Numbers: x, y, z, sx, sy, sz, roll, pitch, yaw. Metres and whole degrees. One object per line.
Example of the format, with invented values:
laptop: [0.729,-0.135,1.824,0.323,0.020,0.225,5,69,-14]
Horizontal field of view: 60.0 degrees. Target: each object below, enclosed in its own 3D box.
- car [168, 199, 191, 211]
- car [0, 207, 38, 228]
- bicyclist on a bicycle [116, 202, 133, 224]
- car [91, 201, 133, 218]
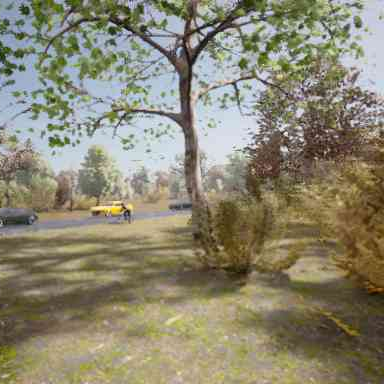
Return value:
car: [-1.486,1.780,46.869,1.882,1.535,5.008,-1,0,27]
car: [-13.248,1.791,23.835,1.994,1.385,4.181,-1,0,27]
bicyclist on a bicycle: [-5.219,1.634,25.610,1.656,1.620,0.582,-1,-1,27]
car: [-8.106,1.738,33.934,1.882,1.535,5.008,-1,-1,27]
